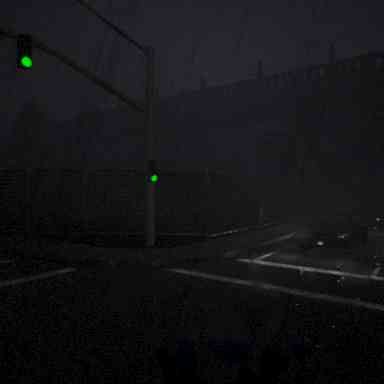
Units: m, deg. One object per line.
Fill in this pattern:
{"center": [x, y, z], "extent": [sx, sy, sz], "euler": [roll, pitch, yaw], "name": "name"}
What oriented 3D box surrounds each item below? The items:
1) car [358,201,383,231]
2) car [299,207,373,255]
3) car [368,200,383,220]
{"center": [11.274, 1.561, 21.182], "extent": [1.812, 1.442, 4.674], "euler": [0, 0, 36], "name": "car"}
{"center": [5.986, 1.555, 13.781], "extent": [1.812, 1.442, 4.674], "euler": [0, 0, 37], "name": "car"}
{"center": [17.052, 1.533, 29.321], "extent": [2.128, 1.511, 4.902], "euler": [0, 0, 35], "name": "car"}
